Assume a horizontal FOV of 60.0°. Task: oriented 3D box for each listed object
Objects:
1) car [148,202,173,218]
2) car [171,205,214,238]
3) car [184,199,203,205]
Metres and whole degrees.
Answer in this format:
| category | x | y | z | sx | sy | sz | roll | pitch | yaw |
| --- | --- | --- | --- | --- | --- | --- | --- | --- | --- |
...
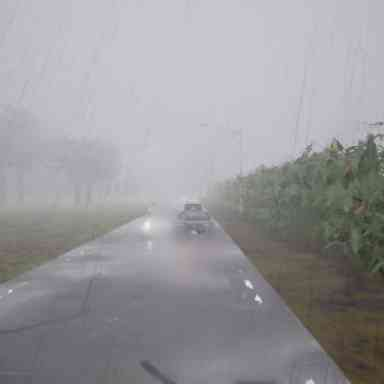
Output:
| category | x | y | z | sx | sy | sz | roll | pitch | yaw |
| --- | --- | --- | --- | --- | --- | --- | --- | --- | --- |
| car | -2.823 | 1.619 | 30.106 | 1.895 | 1.301 | 4.718 | 0 | 0 | 0 |
| car | 0.105 | 1.611 | 17.650 | 1.895 | 1.301 | 4.718 | 0 | 0 | 0 |
| car | 0.119 | 1.502 | 35.878 | 1.882 | 1.535 | 5.008 | 0 | 0 | 0 |
